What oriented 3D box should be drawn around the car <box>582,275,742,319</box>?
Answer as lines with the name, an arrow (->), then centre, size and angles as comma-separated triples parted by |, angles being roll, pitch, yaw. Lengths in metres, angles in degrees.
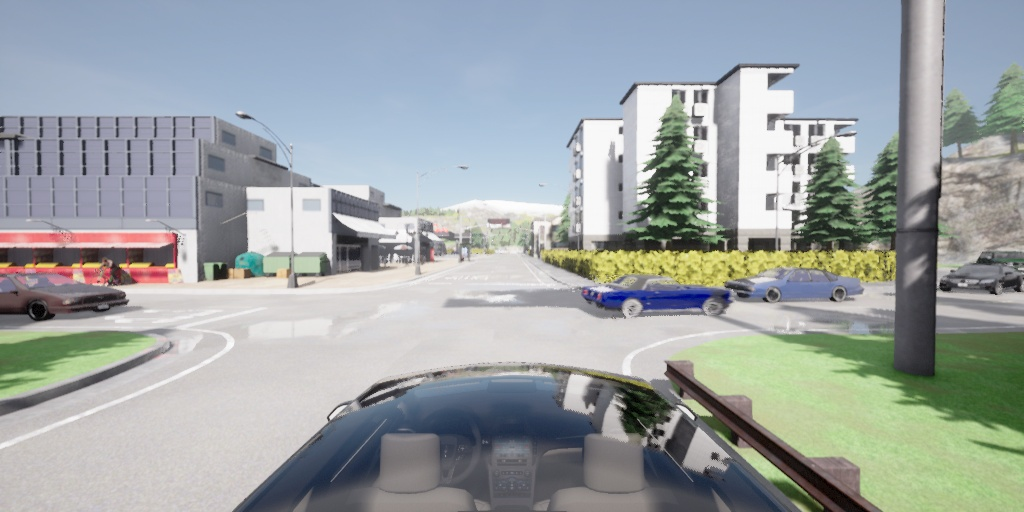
car -> 4.947, 1.312, 12.272 | 4.718, 1.301, 1.895 | 0, 1, -9

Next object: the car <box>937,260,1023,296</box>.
car -> 24.079, 1.120, 18.303 | 4.674, 1.442, 1.812 | -1, 1, -22

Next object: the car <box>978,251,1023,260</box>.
car -> 39.972, 0.607, 28.989 | 2.150, 2.045, 5.566 | 1, 1, 40

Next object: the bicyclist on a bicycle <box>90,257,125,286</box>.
bicyclist on a bicycle -> -21.807, 0.874, 19.366 | 0.582, 1.620, 1.656 | 0, 1, 1

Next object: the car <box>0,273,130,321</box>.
car -> -16.046, 1.272, 11.789 | 5.357, 1.411, 2.033 | 0, 1, 1

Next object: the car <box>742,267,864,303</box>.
car -> 12.078, 1.198, 15.501 | 5.357, 1.411, 2.033 | 0, 1, -6
